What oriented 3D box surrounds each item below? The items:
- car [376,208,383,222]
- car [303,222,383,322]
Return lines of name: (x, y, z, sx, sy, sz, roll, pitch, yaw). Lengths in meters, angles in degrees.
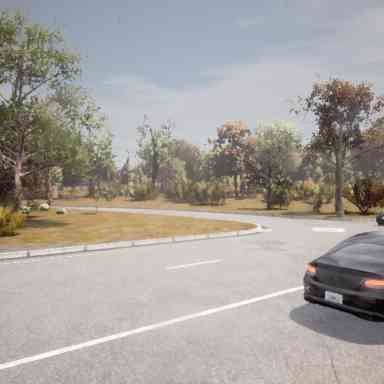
car: (14.433, 1.505, 22.657, 4.892, 1.490, 1.837, 0, 0, -35)
car: (4.137, 1.526, 6.697, 4.674, 1.442, 1.812, 0, 0, -36)
